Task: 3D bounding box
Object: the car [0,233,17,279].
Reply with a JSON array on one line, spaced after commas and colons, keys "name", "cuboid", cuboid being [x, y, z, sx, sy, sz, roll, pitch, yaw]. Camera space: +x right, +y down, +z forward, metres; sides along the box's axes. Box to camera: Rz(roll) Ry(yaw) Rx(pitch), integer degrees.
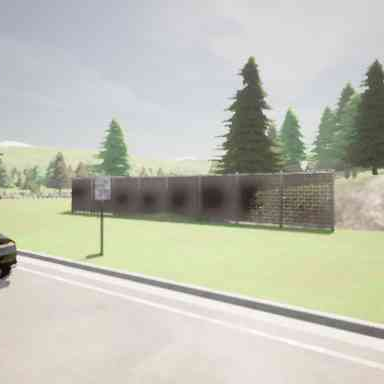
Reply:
[{"name": "car", "cuboid": [-6.425, 1.421, 8.590, 4.902, 1.511, 2.128, 0, 0, 36]}]
